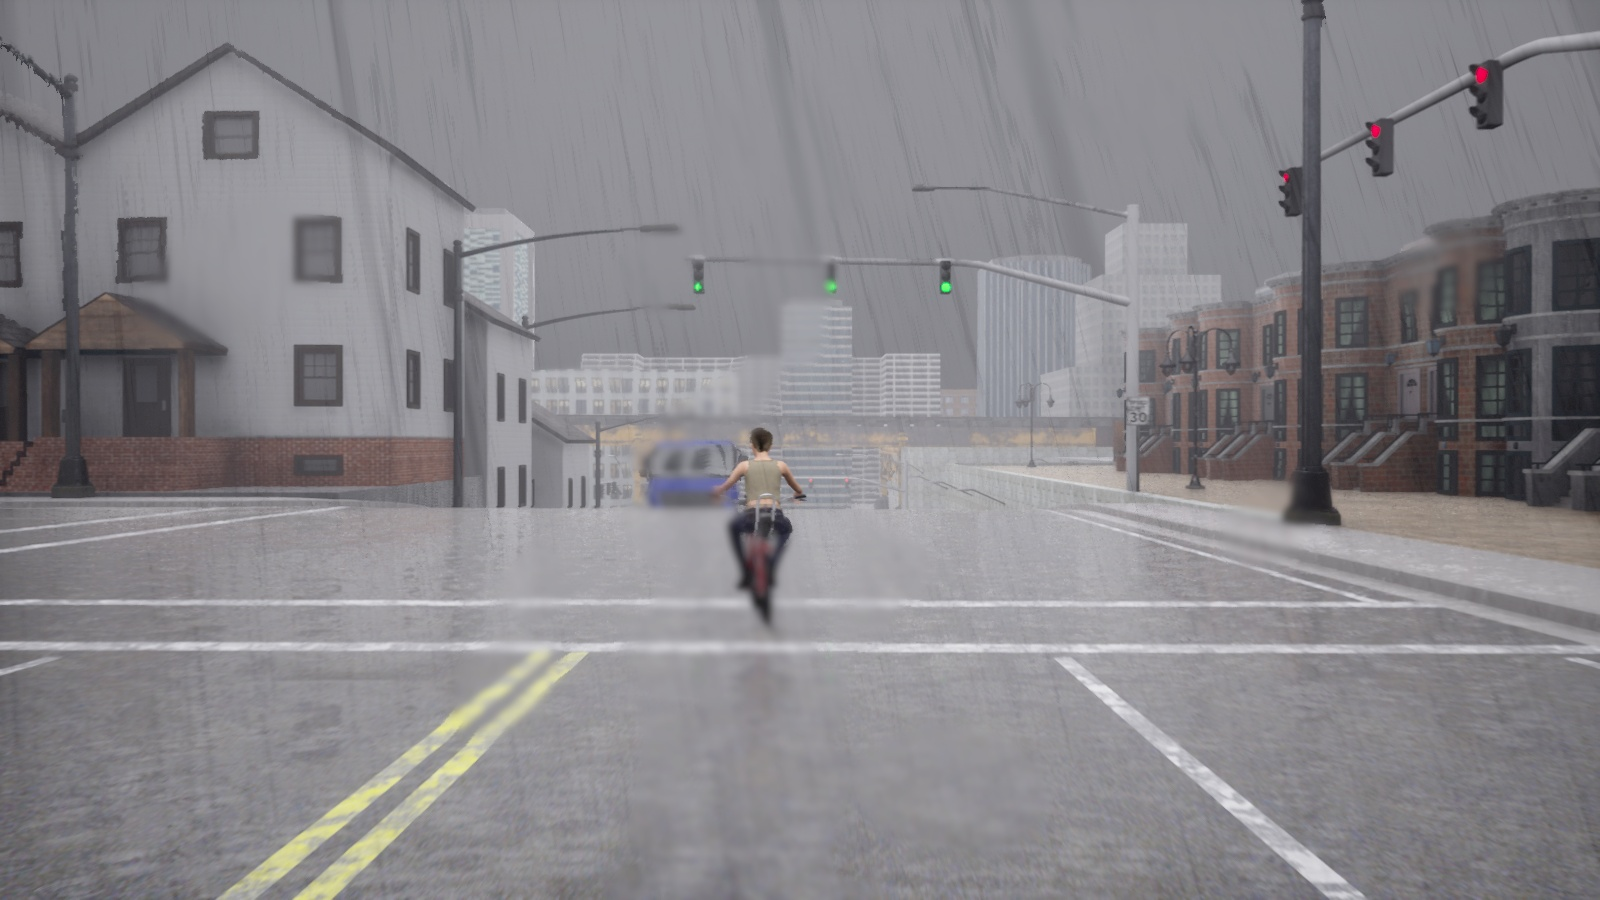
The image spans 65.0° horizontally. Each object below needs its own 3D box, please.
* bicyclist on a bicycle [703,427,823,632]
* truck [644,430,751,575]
[{"bbox_3d":[-0.349,0.622,10.713,0.866,1.612,1.509,0,0,-8],"label":"bicyclist on a bicycle"},{"bbox_3d":[-3.253,1.958,42.119,2.891,3.462,7.936,-1,-13,0],"label":"truck"}]
